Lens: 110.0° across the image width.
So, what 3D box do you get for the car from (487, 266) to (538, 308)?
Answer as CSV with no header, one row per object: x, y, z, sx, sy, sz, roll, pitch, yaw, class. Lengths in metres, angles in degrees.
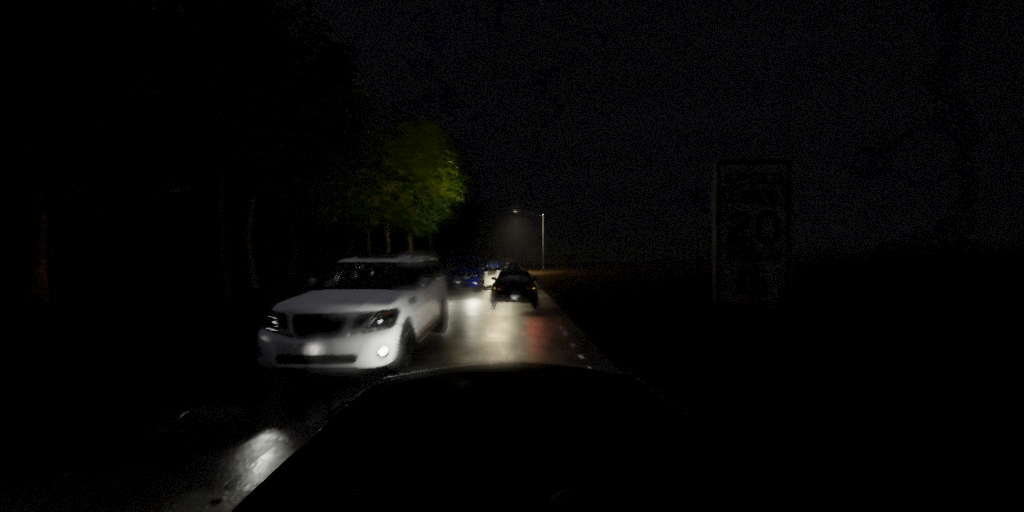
0.103,1.304,15.140,1.812,1.442,4.674,0,0,0,car

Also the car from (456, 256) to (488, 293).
-2.815,1.019,21.298,2.150,2.045,5.566,0,0,-1,car

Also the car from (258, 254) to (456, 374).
-2.825,0.981,7.896,2.150,2.045,5.566,0,0,0,car

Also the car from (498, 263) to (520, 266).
0.031,1.372,35.562,2.033,1.411,5.357,0,0,1,car

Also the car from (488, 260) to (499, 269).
-2.755,1.342,52.556,1.882,1.535,5.008,0,0,0,car
